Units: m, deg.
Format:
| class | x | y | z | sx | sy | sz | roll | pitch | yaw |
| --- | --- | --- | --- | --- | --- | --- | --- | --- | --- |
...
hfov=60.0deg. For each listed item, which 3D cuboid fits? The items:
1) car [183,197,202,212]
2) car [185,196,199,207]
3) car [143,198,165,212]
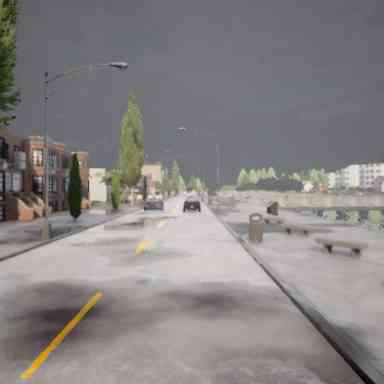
| class | x | y | z | sx | sy | sz | roll | pitch | yaw |
| --- | --- | --- | --- | --- | --- | --- | --- | --- | --- |
| car | 0.008 | 1.308 | 36.001 | 1.882 | 1.535 | 5.008 | 0 | 1 | 0 |
| car | 0.032 | 1.338 | 48.248 | 1.994 | 1.385 | 4.181 | 0 | 0 | 0 |
| car | -4.072 | 1.393 | 36.324 | 1.994 | 1.385 | 4.181 | 0 | 0 | 0 |
